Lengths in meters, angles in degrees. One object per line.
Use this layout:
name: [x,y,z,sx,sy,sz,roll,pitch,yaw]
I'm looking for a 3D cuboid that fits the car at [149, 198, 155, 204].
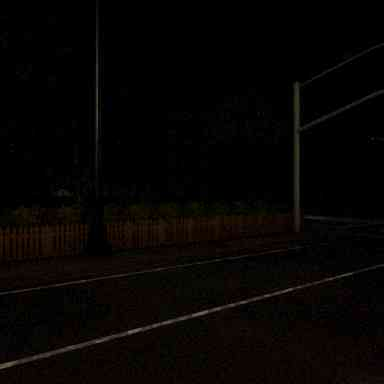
car: [-5.168,1.564,52.311,1.994,1.385,4.181,0,0,-34]
